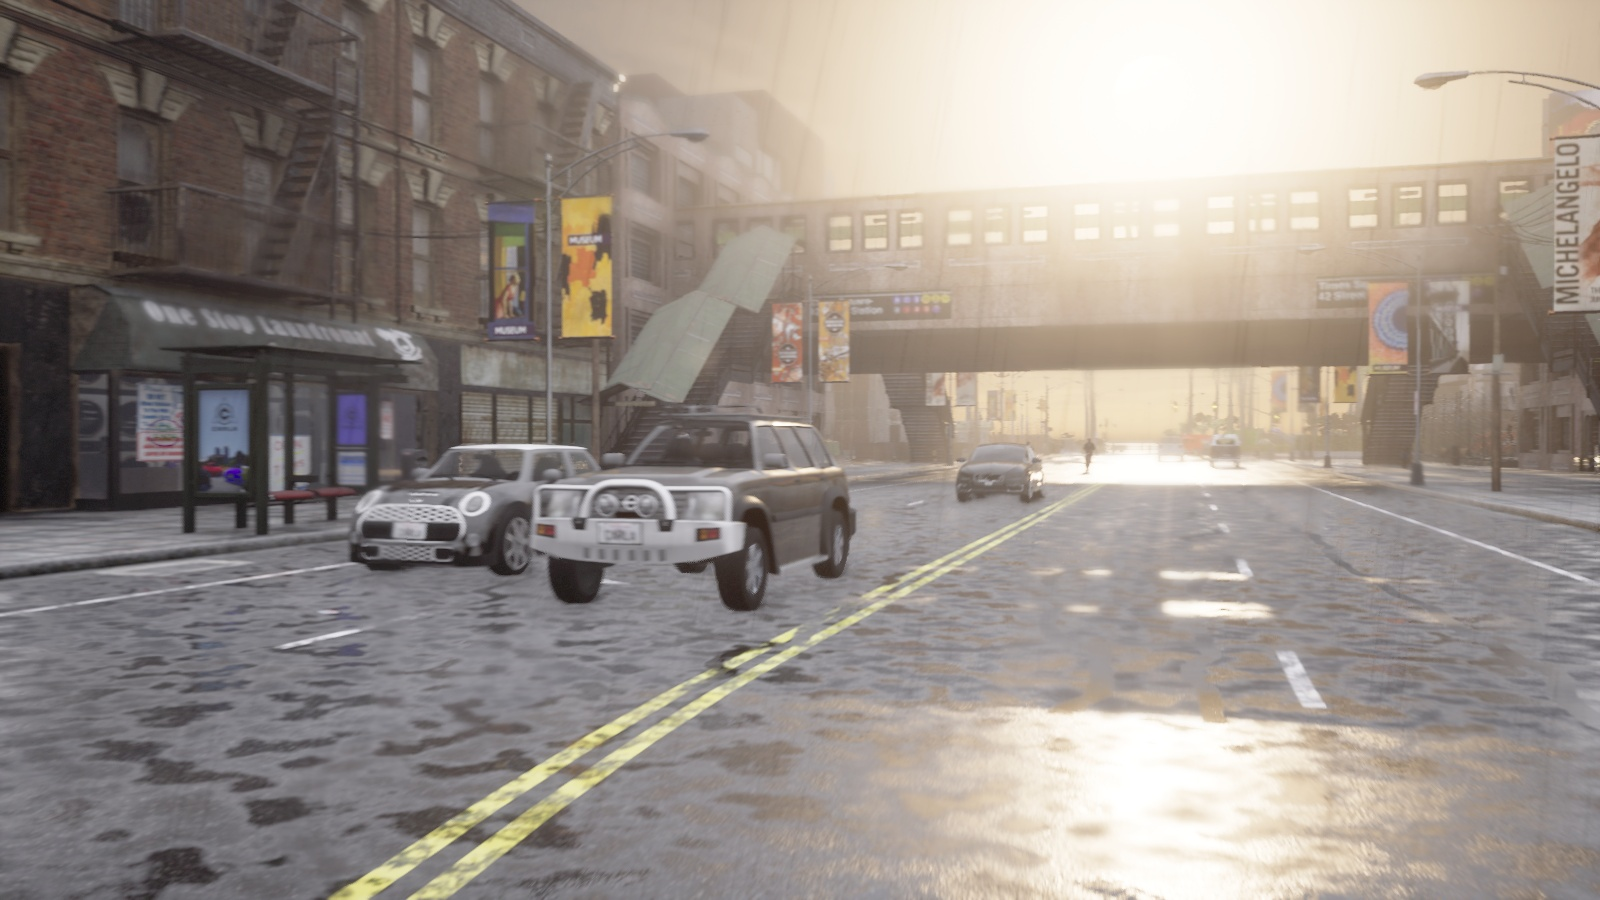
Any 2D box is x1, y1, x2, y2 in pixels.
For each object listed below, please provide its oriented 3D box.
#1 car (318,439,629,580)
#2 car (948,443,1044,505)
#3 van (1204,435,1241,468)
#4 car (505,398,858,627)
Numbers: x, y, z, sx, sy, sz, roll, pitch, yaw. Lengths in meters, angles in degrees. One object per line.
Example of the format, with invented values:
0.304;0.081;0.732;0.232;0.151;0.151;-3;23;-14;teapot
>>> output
-3.776;0.617;15.262;1.970;1.475;3.806;0;0;17;car
5.238;0.575;33.058;1.837;1.490;4.892;0;0;17;car
26.386;0.081;78.499;2.069;2.038;4.480;0;0;17;van
-0.919;0.490;12.610;1.932;1.855;4.605;0;0;17;car
